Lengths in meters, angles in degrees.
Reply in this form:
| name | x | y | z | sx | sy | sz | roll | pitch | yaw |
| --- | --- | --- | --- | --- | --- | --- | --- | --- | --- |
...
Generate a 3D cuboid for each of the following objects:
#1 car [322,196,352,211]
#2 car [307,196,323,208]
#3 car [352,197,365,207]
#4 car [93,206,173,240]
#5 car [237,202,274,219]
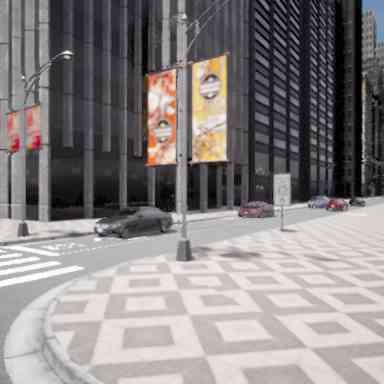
| name | x | y | z | sx | sy | sz | roll | pitch | yaw |
| --- | --- | --- | --- | --- | --- | --- | --- | --- | --- |
| car | 17.687 | 1.498 | 40.487 | 1.812 | 1.442 | 4.674 | 0 | -1 | 36 |
| car | 17.339 | 1.324 | 45.348 | 2.097 | 1.767 | 4.553 | 0 | 0 | 35 |
| car | 25.494 | 1.502 | 51.474 | 1.812 | 1.442 | 4.674 | 0 | 0 | 35 |
| car | -2.862 | 1.486 | 17.139 | 1.812 | 1.442 | 4.674 | 0 | 0 | 36 |
| car | 5.612 | 1.526 | 29.019 | 1.994 | 1.385 | 4.181 | 0 | 0 | 35 |
